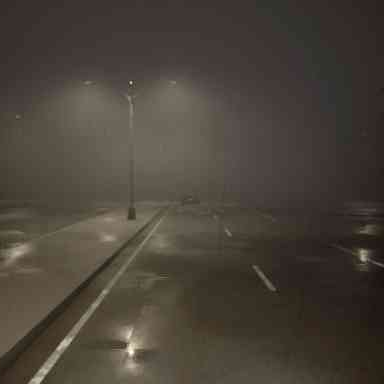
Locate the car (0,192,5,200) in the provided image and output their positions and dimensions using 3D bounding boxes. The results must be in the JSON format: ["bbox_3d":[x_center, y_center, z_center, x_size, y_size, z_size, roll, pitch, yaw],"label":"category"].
[{"bbox_3d":[-27.282,0.565,42.815,4.718,1.301,1.895,0,1,0],"label":"car"}]

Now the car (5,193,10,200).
[{"bbox_3d":[-27.941,0.384,46.324,4.892,1.490,1.837,0,1,0],"label":"car"}]

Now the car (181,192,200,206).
[{"bbox_3d":[-0.175,0.690,35.473,1.994,1.385,4.181,0,1,0],"label":"car"}]
